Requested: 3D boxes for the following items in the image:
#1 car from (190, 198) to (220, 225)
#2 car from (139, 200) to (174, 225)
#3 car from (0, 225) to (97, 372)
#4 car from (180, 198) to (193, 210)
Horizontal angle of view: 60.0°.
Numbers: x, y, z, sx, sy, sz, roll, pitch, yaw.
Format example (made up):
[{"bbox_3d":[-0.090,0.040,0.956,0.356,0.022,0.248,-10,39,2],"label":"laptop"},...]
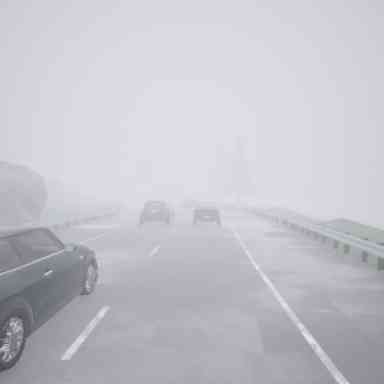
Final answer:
[{"bbox_3d":[1.010,1.480,24.417,1.882,1.535,5.008,0,0,1],"label":"car"},{"bbox_3d":[-2.491,1.349,24.302,2.097,1.767,4.553,0,0,1],"label":"car"},{"bbox_3d":[-3.263,1.347,5.836,2.097,1.767,4.553,0,0,1],"label":"car"},{"bbox_3d":[-0.318,1.505,42.347,2.163,1.488,4.792,0,0,-10],"label":"car"}]
